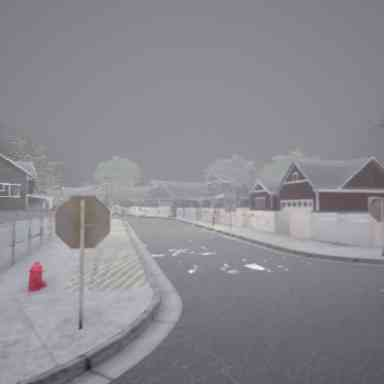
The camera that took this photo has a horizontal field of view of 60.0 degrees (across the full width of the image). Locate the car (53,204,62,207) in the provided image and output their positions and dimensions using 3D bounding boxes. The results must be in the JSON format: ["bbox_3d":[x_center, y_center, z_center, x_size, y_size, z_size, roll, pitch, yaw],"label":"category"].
[{"bbox_3d":[-33.095,3.925,81.957,2.150,2.045,5.566,2,-3,-37],"label":"car"}]
